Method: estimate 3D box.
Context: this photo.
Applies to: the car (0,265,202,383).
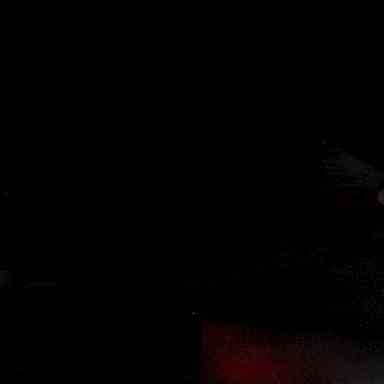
[{"bbox_3d":[-2.018,1.541,3.114,4.674,1.442,1.812,0,0,-37],"label":"car"}]
